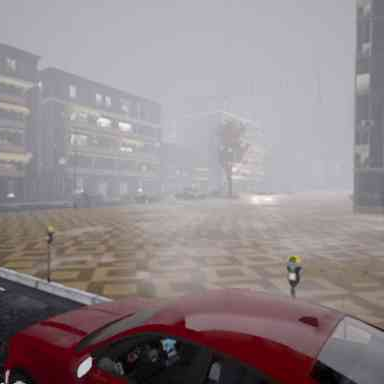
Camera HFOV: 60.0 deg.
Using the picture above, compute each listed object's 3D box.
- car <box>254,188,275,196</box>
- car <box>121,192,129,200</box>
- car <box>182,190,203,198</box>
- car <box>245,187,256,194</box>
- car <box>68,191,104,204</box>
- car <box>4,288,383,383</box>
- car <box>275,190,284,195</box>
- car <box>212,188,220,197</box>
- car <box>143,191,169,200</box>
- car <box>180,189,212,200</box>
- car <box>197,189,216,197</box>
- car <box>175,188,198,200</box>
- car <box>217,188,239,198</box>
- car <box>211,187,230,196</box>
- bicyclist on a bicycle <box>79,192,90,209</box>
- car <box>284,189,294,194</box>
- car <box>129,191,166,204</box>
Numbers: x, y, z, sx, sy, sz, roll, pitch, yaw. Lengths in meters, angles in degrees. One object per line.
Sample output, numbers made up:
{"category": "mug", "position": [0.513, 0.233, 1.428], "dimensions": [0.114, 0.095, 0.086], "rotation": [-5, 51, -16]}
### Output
{"category": "car", "position": [16.546, 0.202, 75.549], "dimensions": [2.008, 1.369, 4.403], "rotation": [2, 2, 35]}
{"category": "car", "position": [-9.380, 0.604, 52.863], "dimensions": [1.947, 1.339, 4.313], "rotation": [2, 2, 35]}
{"category": "car", "position": [0.139, 0.342, 66.593], "dimensions": [1.947, 1.339, 4.313], "rotation": [2, 2, 35]}
{"category": "car", "position": [16.008, -0.341, 89.467], "dimensions": [2.192, 1.841, 5.009], "rotation": [2, 2, 35]}
{"category": "car", "position": [-13.488, 0.605, 42.402], "dimensions": [2.097, 1.767, 4.553], "rotation": [1, 1, 35]}
{"category": "car", "position": [0.198, 1.534, 2.723], "dimensions": [4.507, 1.381, 1.887], "rotation": [1, 1, 36]}
{"category": "car", "position": [19.718, 0.116, 80.124], "dimensions": [2.008, 1.369, 4.403], "rotation": [2, 2, 35]}
{"category": "car", "position": [5.086, 0.365, 63.760], "dimensions": [1.837, 1.490, 4.892], "rotation": [1, 2, 35]}
{"category": "car", "position": [-6.207, 0.501, 57.439], "dimensions": [2.008, 1.369, 4.403], "rotation": [2, 2, 35]}
{"category": "car", "position": [0.679, 0.636, 52.665], "dimensions": [2.008, 1.369, 4.403], "rotation": [2, 2, 35]}
{"category": "car", "position": [3.216, 0.217, 71.028], "dimensions": [1.752, 1.417, 4.829], "rotation": [2, 2, 35]}
{"category": "car", "position": [-0.789, 0.501, 55.199], "dimensions": [1.882, 1.535, 5.008], "rotation": [1, 2, 35]}
{"category": "car", "position": [7.123, 0.434, 61.958], "dimensions": [1.752, 1.417, 4.829], "rotation": [2, 2, 35]}
{"category": "car", "position": [6.490, -0.082, 75.738], "dimensions": [2.192, 1.841, 5.009], "rotation": [2, 2, 35]}
{"category": "bicyclist on a bicycle", "position": [-10.239, 0.804, 31.758], "dimensions": [1.656, 1.620, 0.582], "rotation": [1, 1, 35]}
{"category": "car", "position": [26.066, -0.167, 89.274], "dimensions": [1.967, 1.590, 4.097], "rotation": [2, 2, 35]}
{"category": "car", "position": [-5.667, 0.812, 43.512], "dimensions": [2.008, 1.369, 4.403], "rotation": [2, 2, 35]}
